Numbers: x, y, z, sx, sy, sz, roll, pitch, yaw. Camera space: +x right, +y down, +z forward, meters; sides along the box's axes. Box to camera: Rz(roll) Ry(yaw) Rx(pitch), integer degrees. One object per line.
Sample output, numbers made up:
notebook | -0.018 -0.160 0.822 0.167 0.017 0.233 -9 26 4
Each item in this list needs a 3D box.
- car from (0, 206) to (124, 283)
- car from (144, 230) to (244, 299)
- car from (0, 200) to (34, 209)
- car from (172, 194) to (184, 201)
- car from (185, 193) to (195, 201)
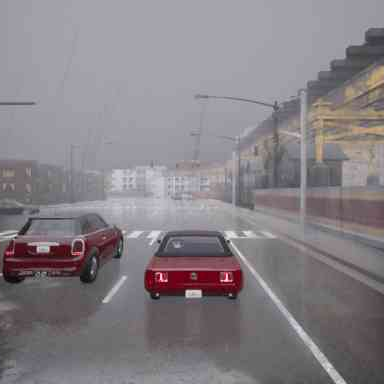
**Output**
car | -3.449 1.352 9.857 2.097 1.767 4.553 0 0 0
car | 0.047 1.601 8.387 1.895 1.301 4.718 0 0 0
car | -16.479 1.507 30.212 4.892 1.490 1.837 -1 1 -16
car | -3.695 1.593 86.133 1.895 1.301 4.718 0 0 -3
car | -0.210 1.591 87.262 1.895 1.301 4.718 0 0 -3
